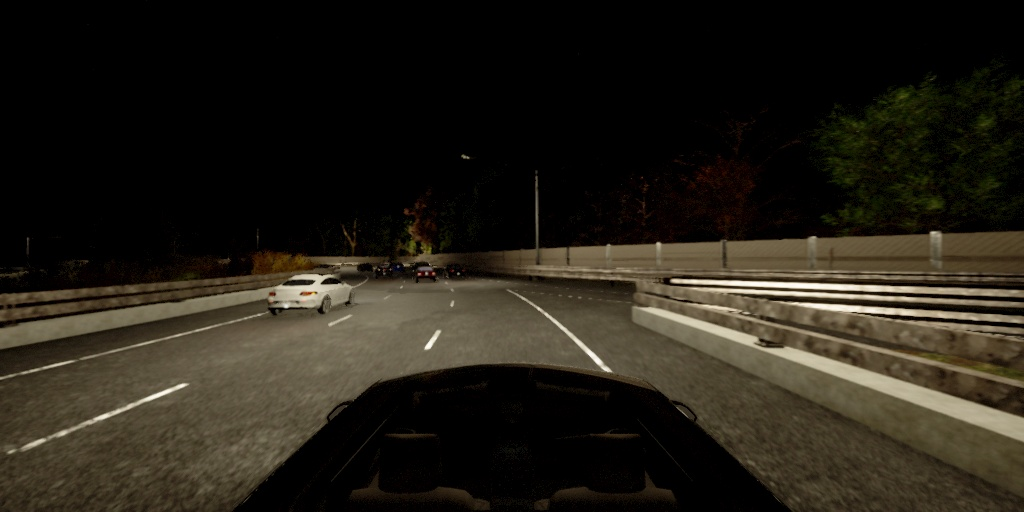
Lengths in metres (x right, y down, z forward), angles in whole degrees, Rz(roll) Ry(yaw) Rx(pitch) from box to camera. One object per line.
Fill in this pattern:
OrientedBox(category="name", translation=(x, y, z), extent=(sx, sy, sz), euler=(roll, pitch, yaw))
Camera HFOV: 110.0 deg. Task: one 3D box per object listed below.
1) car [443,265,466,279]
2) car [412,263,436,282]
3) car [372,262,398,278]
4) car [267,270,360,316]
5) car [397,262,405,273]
OrientedBox(category="car", translation=(-6.225, 1.669, 38.528), extent=(1.812, 1.442, 4.674), euler=(0, -1, -20))
OrientedBox(category="car", translation=(-8.415, 1.672, 34.485), extent=(2.033, 1.411, 5.357), euler=(0, -1, -18))
OrientedBox(category="car", translation=(-14.605, 1.728, 40.981), extent=(2.128, 1.511, 4.902), euler=(0, -1, -21))
OrientedBox(category="car", translation=(-7.888, 1.459, 14.404), extent=(1.812, 1.442, 4.674), euler=(0, -1, -7))
OrientedBox(category="car", translation=(-18.599, 1.772, 57.171), extent=(2.097, 1.767, 4.553), euler=(0, -1, -30))
